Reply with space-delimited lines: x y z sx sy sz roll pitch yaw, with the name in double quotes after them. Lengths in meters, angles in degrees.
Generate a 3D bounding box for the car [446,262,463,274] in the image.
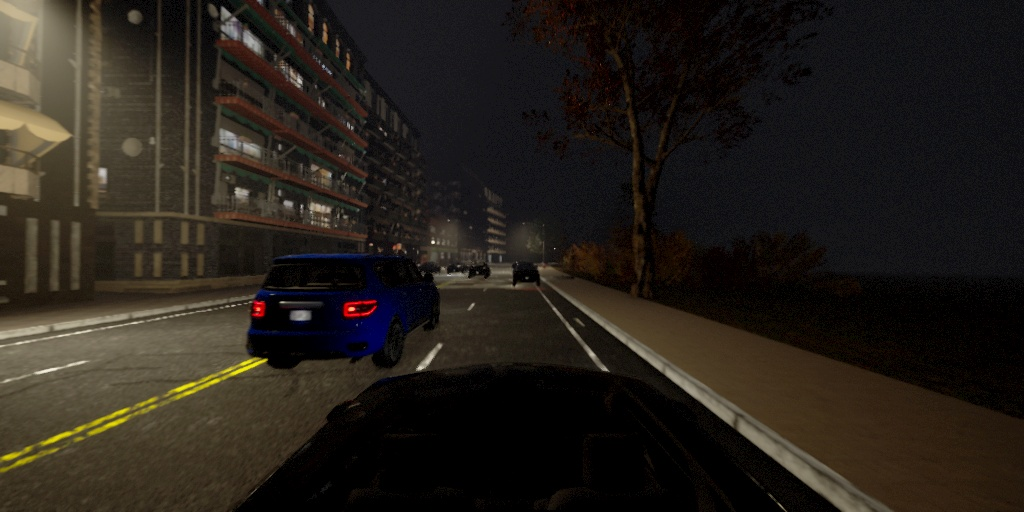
-6.412 1.417 42.158 1.994 1.385 4.181 0 0 2 "car"

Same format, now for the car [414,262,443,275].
-9.671 1.402 42.167 2.033 1.411 5.357 0 0 2 "car"

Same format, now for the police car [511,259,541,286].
0.976 1.234 25.931 1.930 1.638 5.238 0 0 0 "police car"

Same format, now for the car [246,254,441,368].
-3.149 0.986 8.027 2.150 2.045 5.566 0 0 0 "car"

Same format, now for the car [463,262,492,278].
-3.118 1.325 35.177 2.128 1.511 4.902 0 0 1 "car"
